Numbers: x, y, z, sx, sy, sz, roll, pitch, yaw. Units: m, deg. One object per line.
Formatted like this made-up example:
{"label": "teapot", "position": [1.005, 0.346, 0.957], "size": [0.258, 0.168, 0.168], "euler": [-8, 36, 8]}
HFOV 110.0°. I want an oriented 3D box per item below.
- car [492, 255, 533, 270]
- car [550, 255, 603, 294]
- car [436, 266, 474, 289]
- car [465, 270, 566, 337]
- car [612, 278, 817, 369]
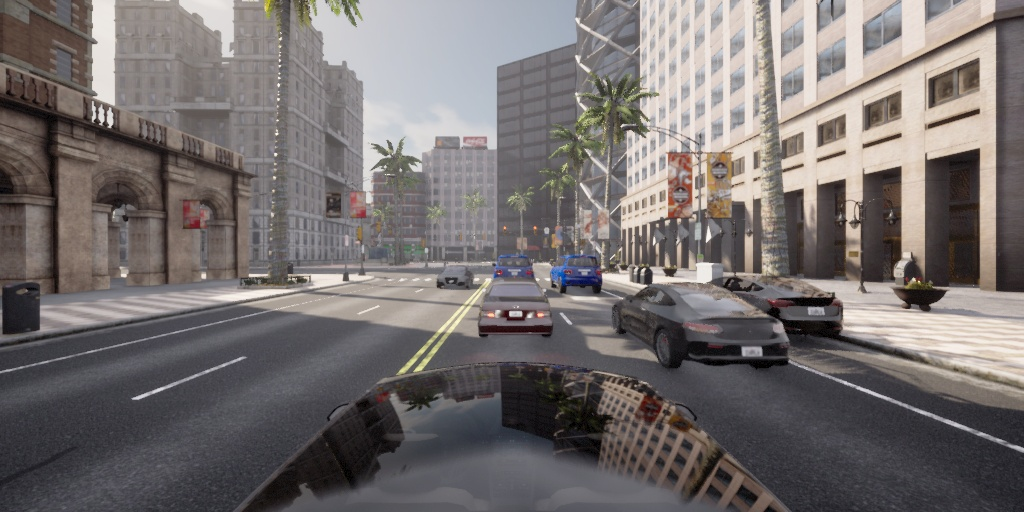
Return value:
{"label": "car", "position": [0.048, 0.970, 20.467], "size": [2.150, 2.045, 5.566], "euler": [0, 0, -2]}
{"label": "car", "position": [3.547, 0.970, 20.601], "size": [2.150, 2.045, 5.566], "euler": [0, 0, -2]}
{"label": "car", "position": [-3.590, 1.315, 23.167], "size": [1.994, 1.385, 4.181], "euler": [0, 0, 0]}
{"label": "car", "position": [0.070, 1.297, 10.248], "size": [2.033, 1.411, 5.357], "euler": [0, 0, 0]}
{"label": "car", "position": [3.579, 1.276, 7.664], "size": [1.812, 1.442, 4.674], "euler": [0, 0, 0]}
